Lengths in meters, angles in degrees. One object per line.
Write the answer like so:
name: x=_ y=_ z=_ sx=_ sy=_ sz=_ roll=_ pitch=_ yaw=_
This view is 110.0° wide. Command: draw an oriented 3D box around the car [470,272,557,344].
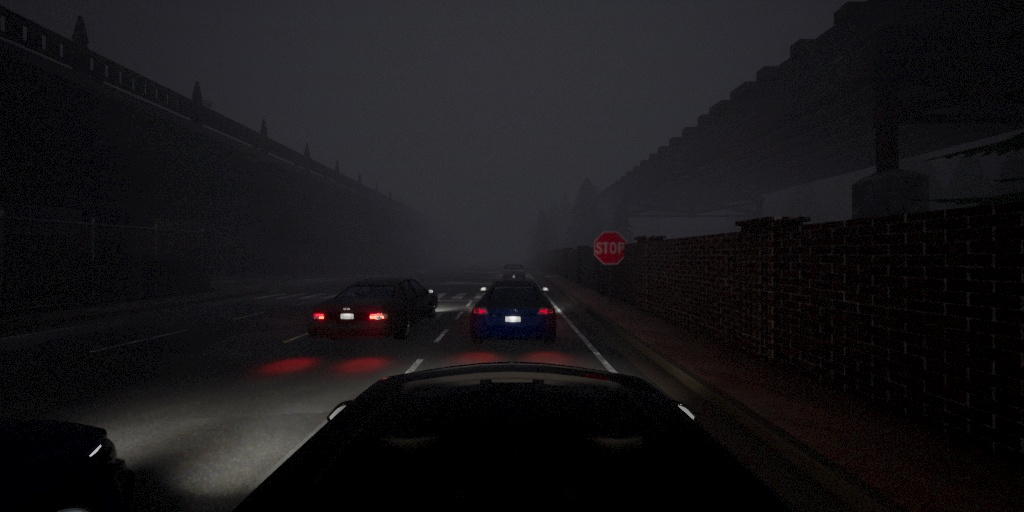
car: x=0.063 y=1.314 z=9.634 sx=1.994 sy=1.385 sz=4.181 roll=0 pitch=0 yaw=1

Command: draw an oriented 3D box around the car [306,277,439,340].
car: x=-3.420 y=1.297 z=9.931 sx=2.033 sy=1.411 sz=5.357 roll=0 pitch=0 yaw=0

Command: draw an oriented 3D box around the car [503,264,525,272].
car: x=0.171 y=1.351 z=31.391 sx=1.895 sy=1.301 sz=4.718 roll=0 pitch=0 yaw=0

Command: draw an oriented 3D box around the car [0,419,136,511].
car: x=-3.396 y=1.276 z=0.359 sx=1.812 sy=1.442 sz=4.674 roll=0 pitch=0 yaw=0
